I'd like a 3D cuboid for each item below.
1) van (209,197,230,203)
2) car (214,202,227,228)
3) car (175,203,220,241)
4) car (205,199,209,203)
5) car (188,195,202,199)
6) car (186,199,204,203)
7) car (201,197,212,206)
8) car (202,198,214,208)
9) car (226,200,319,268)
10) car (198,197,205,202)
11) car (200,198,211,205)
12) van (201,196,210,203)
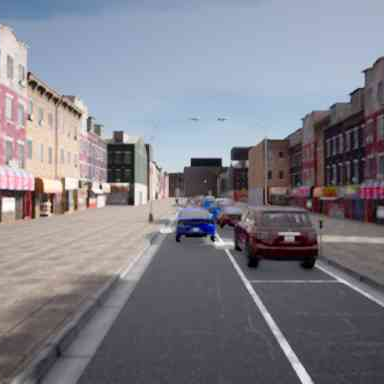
[{"bbox_3d":[2.649,1.467,28.059,1.690,1.788,3.998,1,0,0],"label":"van"},{"bbox_3d":[2.646,1.646,22.517,1.887,1.381,4.507,1,0,0],"label":"car"},{"bbox_3d":[0.121,1.556,17.374,1.882,1.535,5.008,0,0,-1],"label":"car"},{"bbox_3d":[2.646,1.718,33.599,1.947,1.339,4.313,1,0,0],"label":"car"},{"bbox_3d":[0.098,1.612,55.321,2.097,1.767,4.553,0,0,0],"label":"car"},{"bbox_3d":[0.099,1.769,37.309,1.895,1.301,4.718,0,0,0],"label":"car"},{"bbox_3d":[2.646,1.734,61.302,1.967,1.590,4.097,1,0,0],"label":"car"},{"bbox_3d":[2.645,1.790,55.931,1.752,1.417,4.829,1,0,0],"label":"car"},{"bbox_3d":[2.650,1.367,11.437,2.192,1.841,5.009,1,0,0],"label":"car"},{"bbox_3d":[2.646,2.028,93.857,1.752,1.417,4.829,1,0,0],"label":"car"},{"bbox_3d":[2.645,1.872,66.842,1.887,1.381,4.507,1,0,0],"label":"car"},{"bbox_3d":[2.648,1.574,50.221,1.690,1.788,3.998,1,0,0],"label":"van"}]
